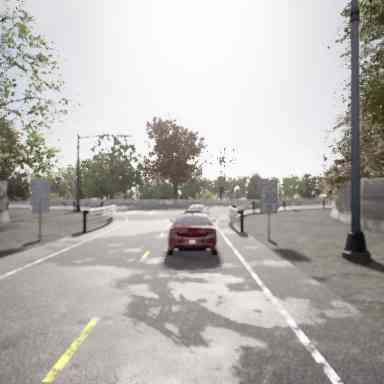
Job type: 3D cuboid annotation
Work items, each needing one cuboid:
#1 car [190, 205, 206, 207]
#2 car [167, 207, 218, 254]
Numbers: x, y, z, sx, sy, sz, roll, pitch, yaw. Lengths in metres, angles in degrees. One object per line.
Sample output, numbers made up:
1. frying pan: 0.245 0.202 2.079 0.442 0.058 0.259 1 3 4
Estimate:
1. car: 0.515 1.823 28.731 1.812 1.442 4.674 0 0 9
2. car: 0.033 1.626 14.244 1.882 1.535 5.008 0 0 0
